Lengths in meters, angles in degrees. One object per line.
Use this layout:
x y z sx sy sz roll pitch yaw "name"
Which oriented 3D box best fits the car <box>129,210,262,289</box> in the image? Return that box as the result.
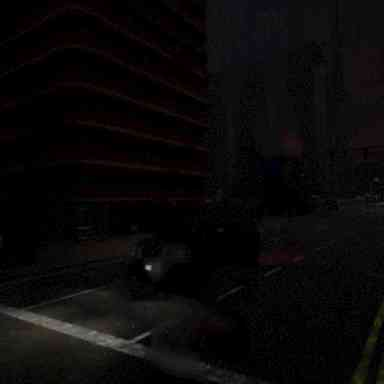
0.431 1.670 11.021 2.150 2.045 5.566 -3 -3 35 "car"
